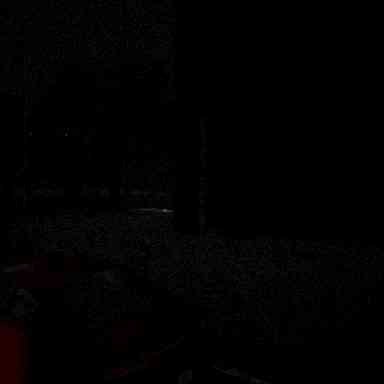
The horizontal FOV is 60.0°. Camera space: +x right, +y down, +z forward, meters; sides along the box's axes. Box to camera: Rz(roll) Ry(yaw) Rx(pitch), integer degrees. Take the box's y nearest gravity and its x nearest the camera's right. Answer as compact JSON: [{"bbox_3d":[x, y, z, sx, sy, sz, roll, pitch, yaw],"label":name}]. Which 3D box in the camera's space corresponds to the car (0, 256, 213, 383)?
[{"bbox_3d":[-1.879,1.523,4.290,4.507,1.381,1.887,0,1,35],"label":"car"}]

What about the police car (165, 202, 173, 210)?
[{"bbox_3d":[-1.989,1.883,49.207,2.038,1.542,4.974,1,0,36],"label":"police car"}]
